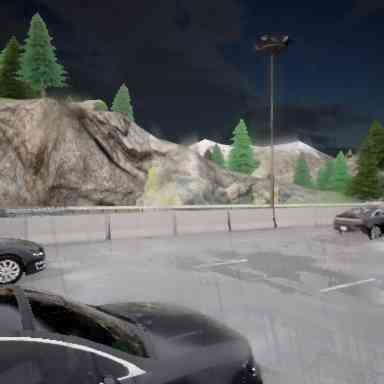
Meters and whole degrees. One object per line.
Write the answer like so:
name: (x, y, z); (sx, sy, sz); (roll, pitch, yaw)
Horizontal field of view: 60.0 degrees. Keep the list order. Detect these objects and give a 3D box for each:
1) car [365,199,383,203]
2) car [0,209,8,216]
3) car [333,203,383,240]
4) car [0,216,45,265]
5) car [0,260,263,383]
car: (26.465, 1.598, 46.133); (4.718, 1.301, 1.895); (0, 0, -16)
car: (-15.644, 1.547, 22.765); (5.357, 1.411, 2.033); (0, 0, -34)
car: (9.290, 1.490, 16.736); (4.902, 1.511, 2.128); (0, 0, -27)
car: (-6.113, 1.503, 7.828); (4.892, 1.490, 1.837); (0, 0, -34)
car: (-1.619, 1.504, 2.414); (4.892, 1.490, 1.837); (0, 0, -33)
